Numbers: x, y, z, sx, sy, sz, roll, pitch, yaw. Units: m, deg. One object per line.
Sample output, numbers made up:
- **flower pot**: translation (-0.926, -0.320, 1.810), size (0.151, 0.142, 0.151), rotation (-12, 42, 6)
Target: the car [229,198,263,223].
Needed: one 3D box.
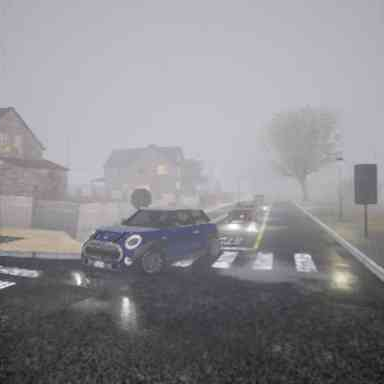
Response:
- **car**: translation (3.670, 1.343, 23.233), size (1.994, 1.385, 4.181), rotation (-1, 0, 14)

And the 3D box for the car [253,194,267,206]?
- **car**: translation (8.690, 1.065, 43.039), size (1.837, 1.490, 4.892), rotation (-1, 0, 14)

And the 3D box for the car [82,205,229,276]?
- **car**: translation (-1.005, 1.237, 10.058), size (2.097, 1.767, 4.553), rotation (1, -1, 35)
